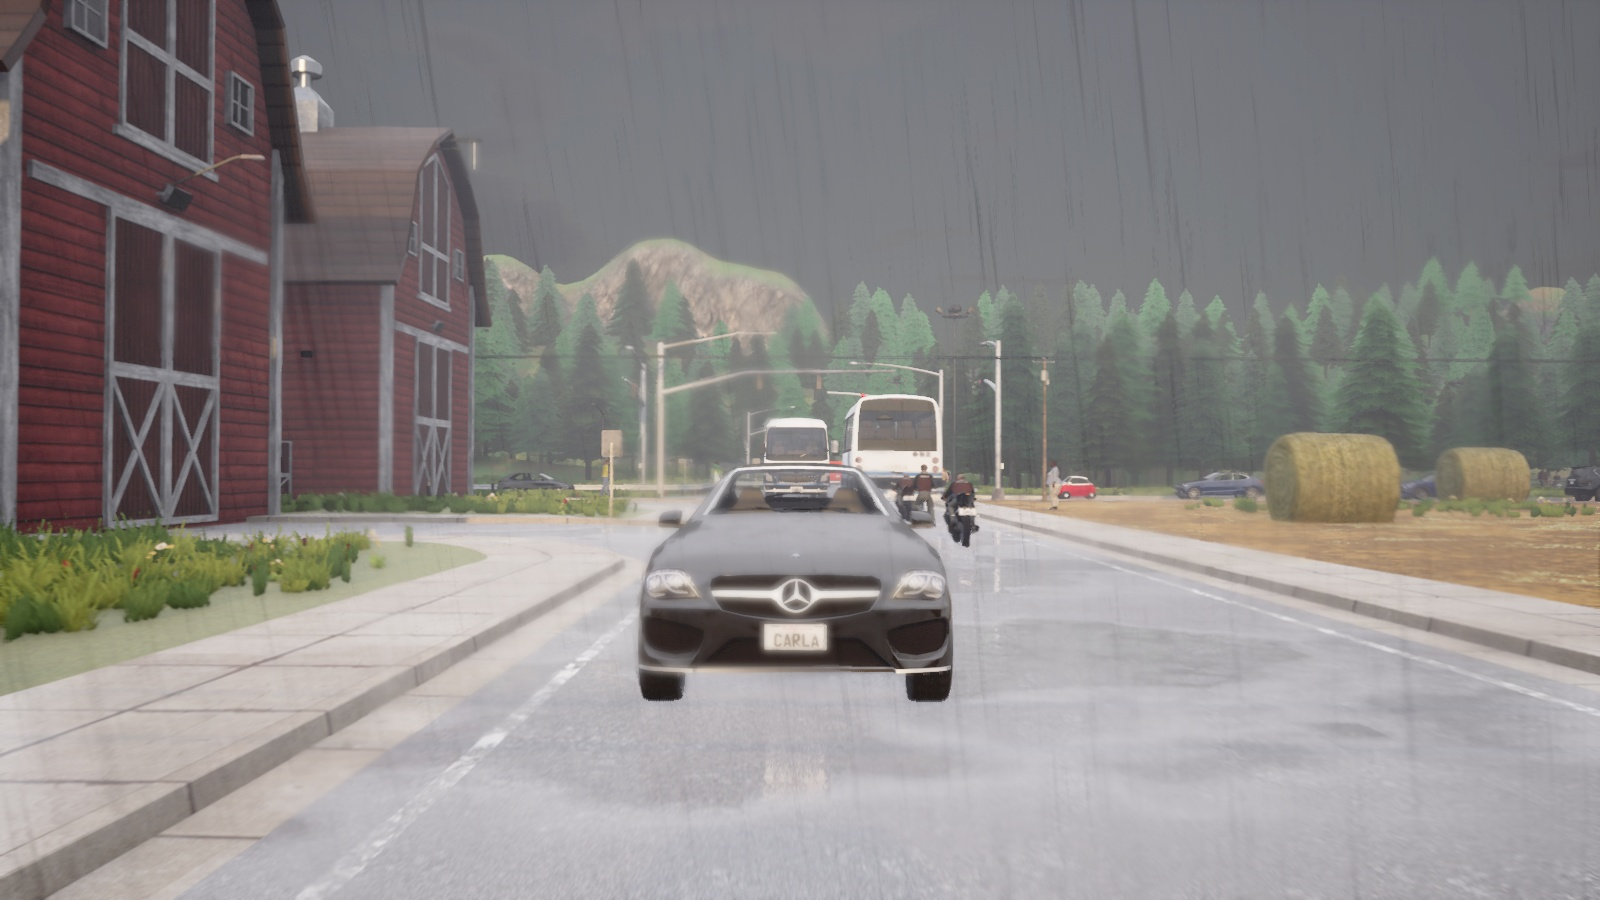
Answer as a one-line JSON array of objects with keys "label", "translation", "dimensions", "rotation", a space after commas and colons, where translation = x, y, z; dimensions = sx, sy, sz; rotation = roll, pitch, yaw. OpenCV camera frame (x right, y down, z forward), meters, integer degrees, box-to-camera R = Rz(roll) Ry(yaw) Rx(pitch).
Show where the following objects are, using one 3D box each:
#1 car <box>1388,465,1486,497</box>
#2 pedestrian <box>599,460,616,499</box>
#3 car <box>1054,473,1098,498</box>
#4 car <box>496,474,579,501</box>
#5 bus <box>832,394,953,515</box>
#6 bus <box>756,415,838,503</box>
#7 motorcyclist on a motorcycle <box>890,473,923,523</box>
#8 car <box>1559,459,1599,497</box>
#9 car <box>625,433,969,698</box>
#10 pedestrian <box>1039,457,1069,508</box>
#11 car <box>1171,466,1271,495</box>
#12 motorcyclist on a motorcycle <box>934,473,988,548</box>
[{"label": "car", "translation": [36.511, 1.761, 72.089], "dimensions": [4.553, 1.767, 2.097], "rotation": [0, -1, 1]}, {"label": "pedestrian", "translation": [-8.968, 1.369, 58.515], "dimensions": [0.706, 1.836, 0.354], "rotation": [0, -1, -19]}, {"label": "car", "translation": [15.908, 2.045, 72.408], "dimensions": [2.207, 1.376, 1.481], "rotation": [0, -1, 1]}, {"label": "car", "translation": [-14.501, 2.075, 69.384], "dimensions": [4.193, 1.474, 1.816], "rotation": [0, -1, 1]}, {"label": "bus", "translation": [3.376, 0.245, 49.212], "dimensions": [3.944, 4.253, 10.273], "rotation": [0, -1, 0]}, {"label": "bus", "translation": [-0.165, 0.544, 65.718], "dimensions": [3.944, 4.253, 10.273], "rotation": [0, -1, 0]}, {"label": "motorcyclist on a motorcycle", "translation": [3.403, 1.509, 40.176], "dimensions": [0.866, 1.530, 2.191], "rotation": [0, -1, 0]}, {"label": "car", "translation": [44.814, 1.527, 68.462], "dimensions": [5.566, 2.045, 2.150], "rotation": [0, -1, 1]}, {"label": "car", "translation": [-0.026, 0.768, 10.404], "dimensions": [2.152, 1.651, 5.027], "rotation": [0, -1, 0]}, {"label": "pedestrian", "translation": [9.424, 1.212, 46.550], "dimensions": [0.900, 1.855, 0.874], "rotation": [-1, -1, 24]}, {"label": "car", "translation": [24.182, 1.733, 72.283], "dimensions": [5.027, 1.651, 2.152], "rotation": [0, -1, 1]}, {"label": "motorcyclist on a motorcycle", "translation": [3.436, 1.269, 26.985], "dimensions": [0.866, 1.530, 2.191], "rotation": [0, 0, 0]}]
